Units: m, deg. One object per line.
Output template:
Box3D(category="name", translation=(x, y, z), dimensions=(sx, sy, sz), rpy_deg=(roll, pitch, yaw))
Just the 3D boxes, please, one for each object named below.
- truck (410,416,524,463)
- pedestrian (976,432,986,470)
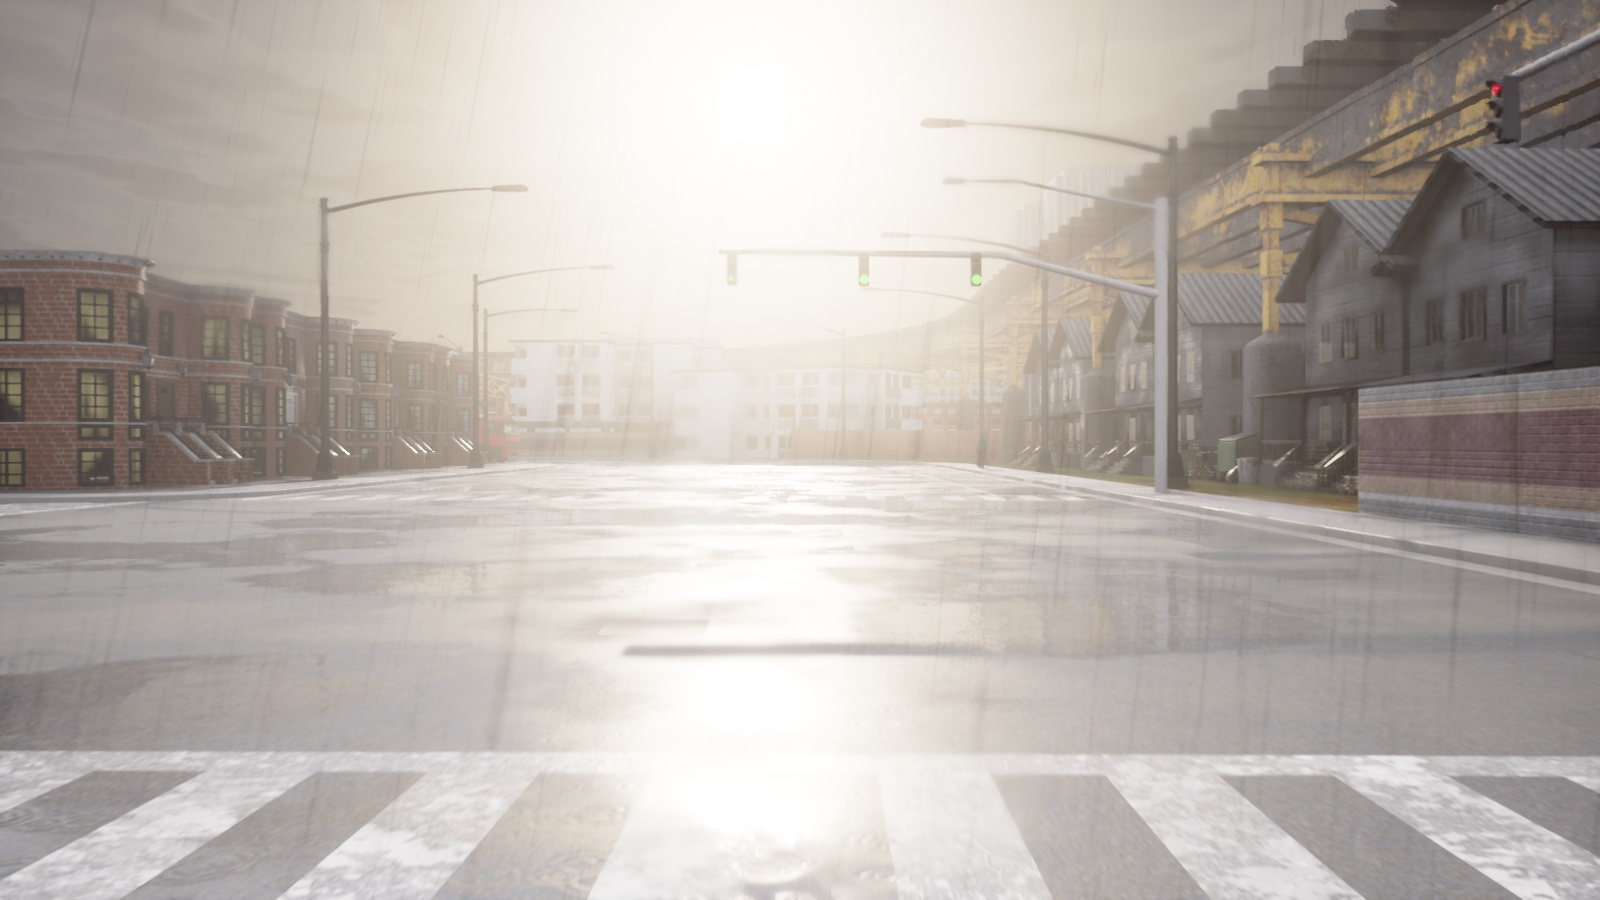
Box3D(category="truck", translation=(-25.323, -0.794, 95.479), dimensions=(7.936, 3.462, 2.891), rpy_deg=(0, 0, 13))
Box3D(category="pedestrian", translation=(9.287, 0.046, 64.332), dimensions=(0.396, 1.930, 0.692), rpy_deg=(0, 0, -2))
